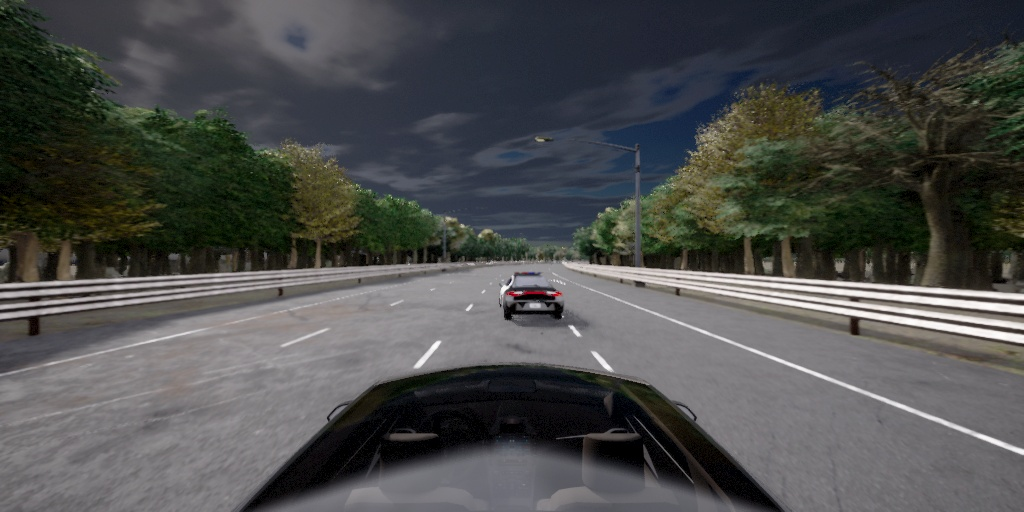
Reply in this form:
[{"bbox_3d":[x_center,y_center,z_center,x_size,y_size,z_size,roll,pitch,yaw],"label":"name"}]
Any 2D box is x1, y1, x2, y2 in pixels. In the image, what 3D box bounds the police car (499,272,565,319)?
[{"bbox_3d":[0.562,1.392,13.496,2.038,1.542,4.974,0,-1,-4],"label":"police car"}]
